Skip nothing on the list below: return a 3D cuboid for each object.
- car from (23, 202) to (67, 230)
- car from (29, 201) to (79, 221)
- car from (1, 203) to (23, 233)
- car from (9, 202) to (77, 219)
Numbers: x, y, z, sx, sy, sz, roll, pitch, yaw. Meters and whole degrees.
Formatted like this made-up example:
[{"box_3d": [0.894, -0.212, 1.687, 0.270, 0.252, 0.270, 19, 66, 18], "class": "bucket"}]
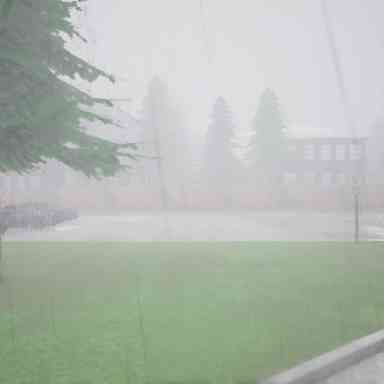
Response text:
[{"box_3d": [-10.202, 1.488, 20.197, 4.181, 1.385, 1.994, 0, 0, 2], "class": "car"}, {"box_3d": [-10.618, 1.404, 23.715, 4.892, 1.490, 1.837, 0, 0, 2], "class": "car"}, {"box_3d": [-11.992, 1.190, 16.760, 5.566, 2.045, 2.150, -1, 0, 2], "class": "car"}, {"box_3d": [-12.133, 1.484, 27.276, 4.718, 1.301, 1.895, 0, 0, 2], "class": "car"}]
